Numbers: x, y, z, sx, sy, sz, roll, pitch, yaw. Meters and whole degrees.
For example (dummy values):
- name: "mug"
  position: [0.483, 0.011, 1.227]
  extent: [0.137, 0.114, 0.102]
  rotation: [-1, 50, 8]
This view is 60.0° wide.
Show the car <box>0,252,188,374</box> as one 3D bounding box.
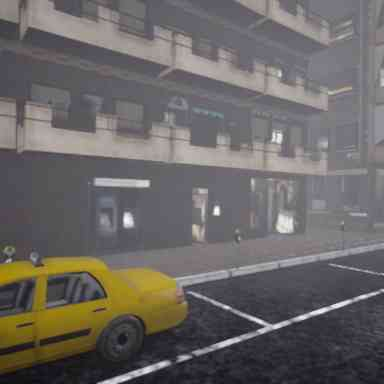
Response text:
- name: "car"
  position: [-2.345, 1.530, 4.373]
  extent: [4.829, 1.417, 1.752]
  rotation: [1, 0, -35]
